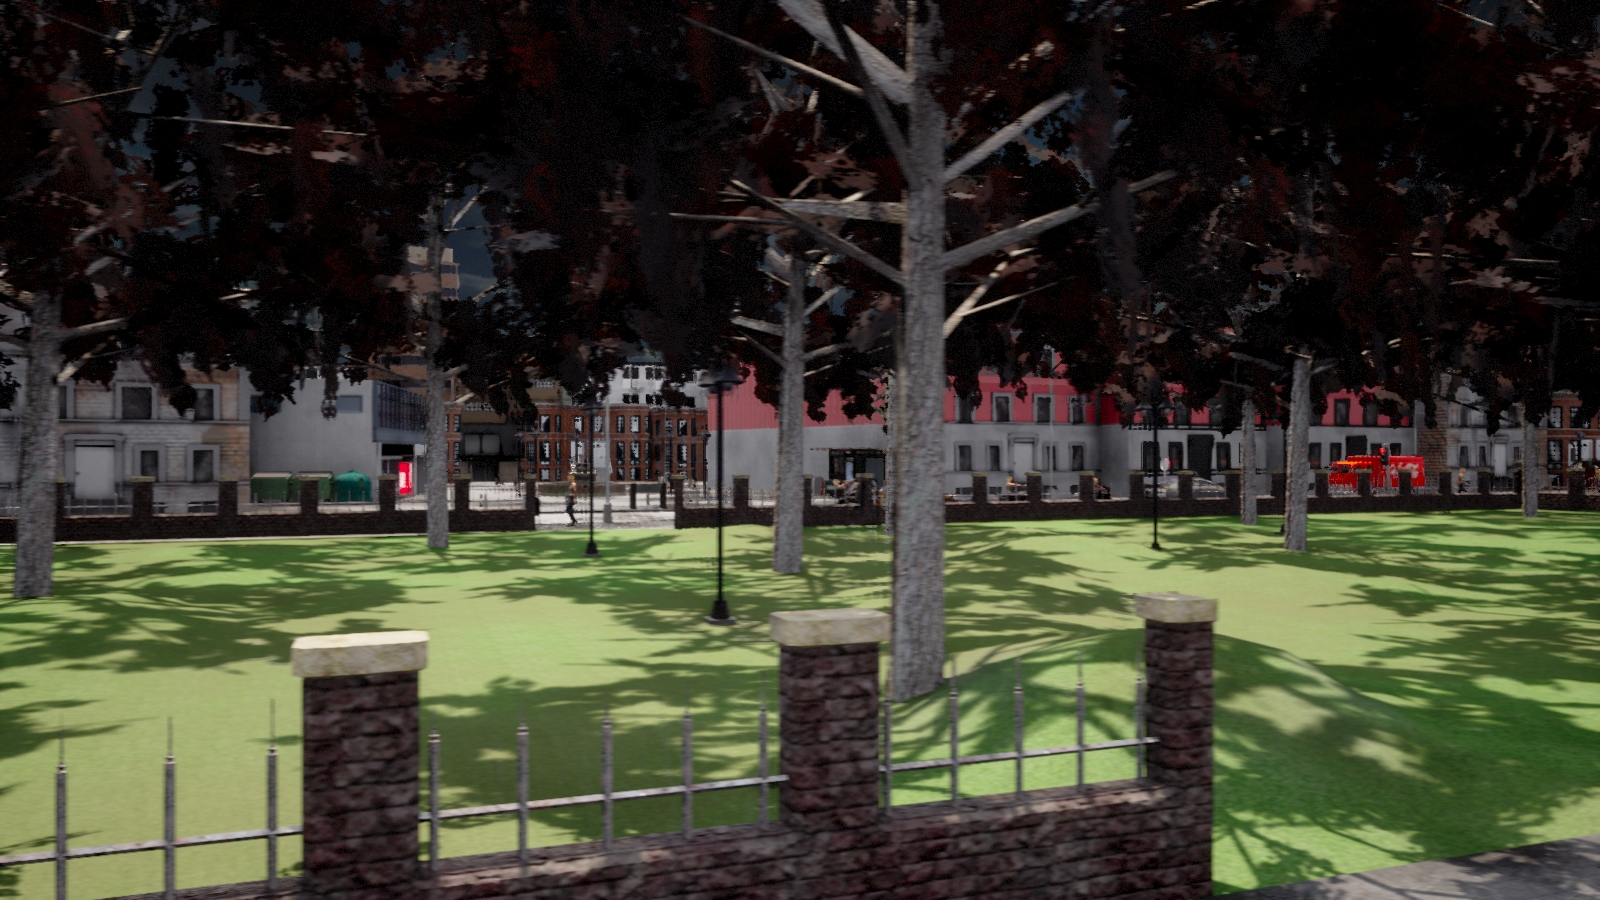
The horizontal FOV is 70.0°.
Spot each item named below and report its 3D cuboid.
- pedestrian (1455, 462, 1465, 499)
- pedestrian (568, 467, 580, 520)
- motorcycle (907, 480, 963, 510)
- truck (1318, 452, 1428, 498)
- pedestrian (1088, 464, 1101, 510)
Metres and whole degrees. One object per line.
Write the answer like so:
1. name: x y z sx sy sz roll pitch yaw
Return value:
1. pedestrian: 32.861 1.523 56.893 0.375 1.860 0.375 0 0 25
2. pedestrian: -7.906 1.523 40.034 0.375 1.860 0.375 0 0 -17
3. motorcycle: 5.904 1.949 49.934 2.356 1.277 0.764 0 0 -20
4. truck: 31.915 1.345 63.646 5.204 2.467 2.627 0 0 -20
5. pedestrian: 12.128 1.524 47.073 0.375 1.860 0.375 0 0 -21
